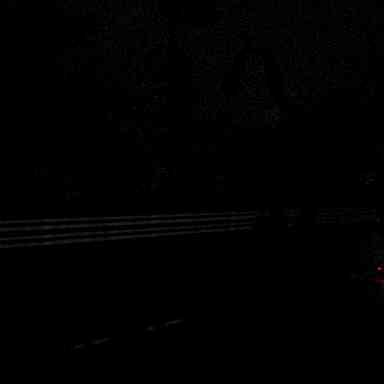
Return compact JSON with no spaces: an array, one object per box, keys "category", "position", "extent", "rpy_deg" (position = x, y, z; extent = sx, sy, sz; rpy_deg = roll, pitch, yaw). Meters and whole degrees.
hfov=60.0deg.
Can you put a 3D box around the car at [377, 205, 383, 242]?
[{"category":"car","position":[10.839,1.341,15.449],"extent":[5.566,2.045,2.150],"rpy_deg":[1,0,-34]}]
